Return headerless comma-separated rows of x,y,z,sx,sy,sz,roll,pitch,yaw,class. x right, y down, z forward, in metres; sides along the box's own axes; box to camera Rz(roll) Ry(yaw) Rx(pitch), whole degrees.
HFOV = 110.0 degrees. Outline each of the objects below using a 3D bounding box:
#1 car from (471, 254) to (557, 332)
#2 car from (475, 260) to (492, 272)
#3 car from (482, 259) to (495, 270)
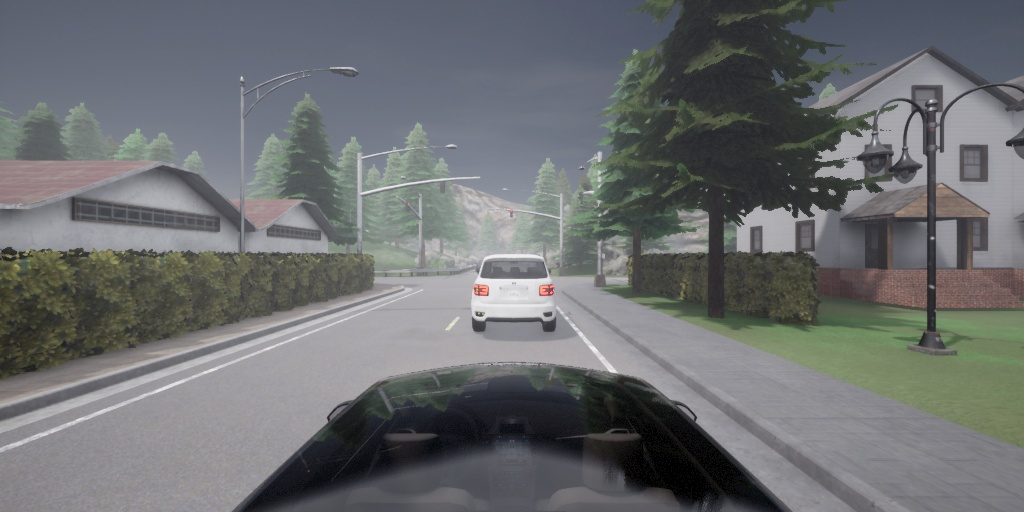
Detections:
0.064,0.971,11.003,2.150,2.045,5.566,0,0,0,car
-3.601,1.255,46.078,1.837,1.490,4.892,0,0,0,car
-3.600,1.276,55.315,1.812,1.442,4.674,0,0,0,car
